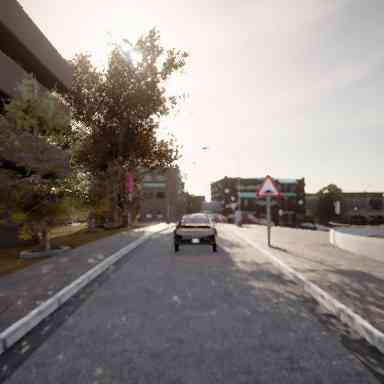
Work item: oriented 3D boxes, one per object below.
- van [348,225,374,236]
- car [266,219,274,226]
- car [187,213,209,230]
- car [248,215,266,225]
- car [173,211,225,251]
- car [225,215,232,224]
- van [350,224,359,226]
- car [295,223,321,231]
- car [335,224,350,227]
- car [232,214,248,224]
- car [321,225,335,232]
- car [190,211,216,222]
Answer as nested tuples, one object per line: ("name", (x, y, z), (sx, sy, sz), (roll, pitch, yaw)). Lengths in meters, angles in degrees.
("van", (34.609, 7.862, 68.224), (1.878, 1.987, 4.442), (8, -6, -29))
("car", (13.670, 5.950, 65.002), (1.946, 1.575, 5.366), (8, -6, -30))
("car", (0.611, 2.704, 30.830), (1.812, 1.442, 4.674), (0, -4, 2))
("car", (10.836, 5.387, 64.323), (2.435, 2.045, 5.566), (8, -6, -30))
("car", (0.173, 1.802, 15.531), (2.128, 1.511, 4.902), (0, -2, 1))
("car", (4.866, 4.932, 63.281), (2.185, 1.767, 4.553), (5, -6, -31))
("van", (31.636, 7.555, 67.737), (1.878, 1.987, 4.442), (8, -6, -29))
("car", (22.641, 6.905, 66.346), (2.002, 1.452, 4.674), (8, -6, -29))
("car", (28.493, 7.482, 67.494), (1.946, 1.575, 5.366), (8, -6, -29))
("car", (7.839, 5.200, 63.771), (2.185, 1.767, 4.553), (7, -6, -30))
("car", (25.612, 7.212, 66.848), (2.002, 1.452, 4.674), (8, -6, -29))
("car", (1.987, 4.619, 62.703), (2.435, 2.045, 5.566), (3, -5, -30))
